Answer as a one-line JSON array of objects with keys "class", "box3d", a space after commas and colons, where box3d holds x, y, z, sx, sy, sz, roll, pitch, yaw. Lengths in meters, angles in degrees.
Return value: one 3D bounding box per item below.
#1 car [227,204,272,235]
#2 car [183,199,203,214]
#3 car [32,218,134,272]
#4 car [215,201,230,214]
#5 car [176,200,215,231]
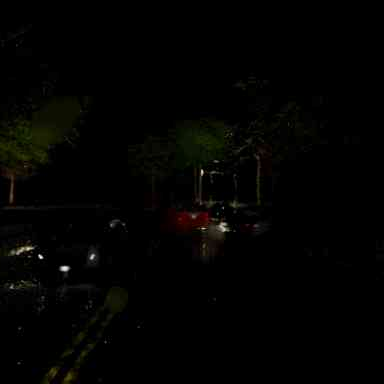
[{"class": "car", "box3d": [3.355, 1.609, 19.354, 1.812, 1.442, 4.674, 0, 0, 0]}, {"class": "car", "box3d": [0.109, 1.634, 39.185, 2.128, 1.511, 4.902, 0, 0, 0]}, {"class": "car", "box3d": [-3.254, 1.600, 11.214, 2.033, 1.411, 5.357, 0, 0, 1]}, {"class": "car", "box3d": [3.360, 1.703, 37.702, 1.994, 1.385, 4.181, 0, 0, 0]}, {"class": "car", "box3d": [0.106, 1.443, 21.219, 2.097, 1.767, 4.553, 0, 0, 0]}]
